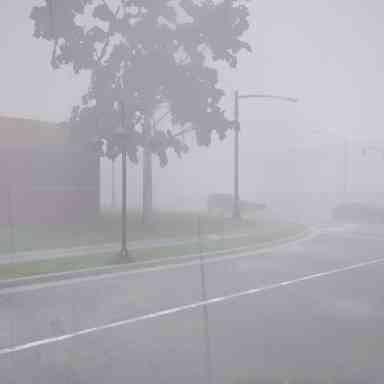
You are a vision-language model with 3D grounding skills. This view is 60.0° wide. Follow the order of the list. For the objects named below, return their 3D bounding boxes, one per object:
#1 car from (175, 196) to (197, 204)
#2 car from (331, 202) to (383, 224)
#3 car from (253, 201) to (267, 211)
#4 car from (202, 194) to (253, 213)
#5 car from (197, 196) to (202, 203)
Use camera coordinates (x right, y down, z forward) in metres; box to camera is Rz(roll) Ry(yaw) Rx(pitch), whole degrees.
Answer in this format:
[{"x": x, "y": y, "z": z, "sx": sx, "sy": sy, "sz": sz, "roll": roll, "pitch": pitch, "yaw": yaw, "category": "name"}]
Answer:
[{"x": -1.555, "y": 1.601, "z": 65.449, "sx": 1.895, "sy": 1.301, "sz": 4.718, "roll": 0, "pitch": 0, "yaw": -34, "category": "car"}, {"x": 12.835, "y": 1.505, "z": 24.799, "sx": 1.837, "sy": 1.490, "sz": 4.892, "roll": 0, "pitch": 0, "yaw": -32, "category": "car"}, {"x": 6.788, "y": 1.601, "z": 40.194, "sx": 1.895, "sy": 1.301, "sz": 4.718, "roll": 0, "pitch": 0, "yaw": -34, "category": "car"}, {"x": 3.925, "y": 1.222, "z": 38.196, "sx": 2.150, "sy": 2.045, "sz": 5.566, "roll": 0, "pitch": 0, "yaw": -34, "category": "car"}, {"x": 1.629, "y": 1.478, "z": 66.986, "sx": 1.882, "sy": 1.535, "sz": 5.008, "roll": 0, "pitch": 0, "yaw": -34, "category": "car"}]
